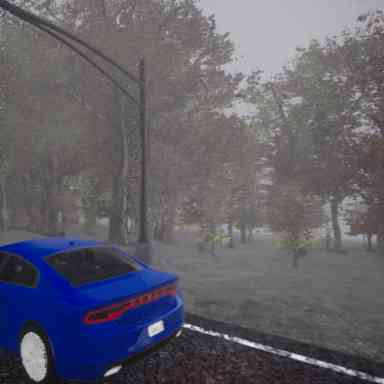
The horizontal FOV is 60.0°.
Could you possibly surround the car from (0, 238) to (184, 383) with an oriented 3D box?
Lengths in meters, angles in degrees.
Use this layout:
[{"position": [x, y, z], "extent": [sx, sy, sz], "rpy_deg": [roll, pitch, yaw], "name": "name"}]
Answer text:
[{"position": [-2.457, 1.499, 5.431], "extent": [5.008, 1.535, 1.882], "rpy_deg": [0, 0, 35], "name": "car"}]
